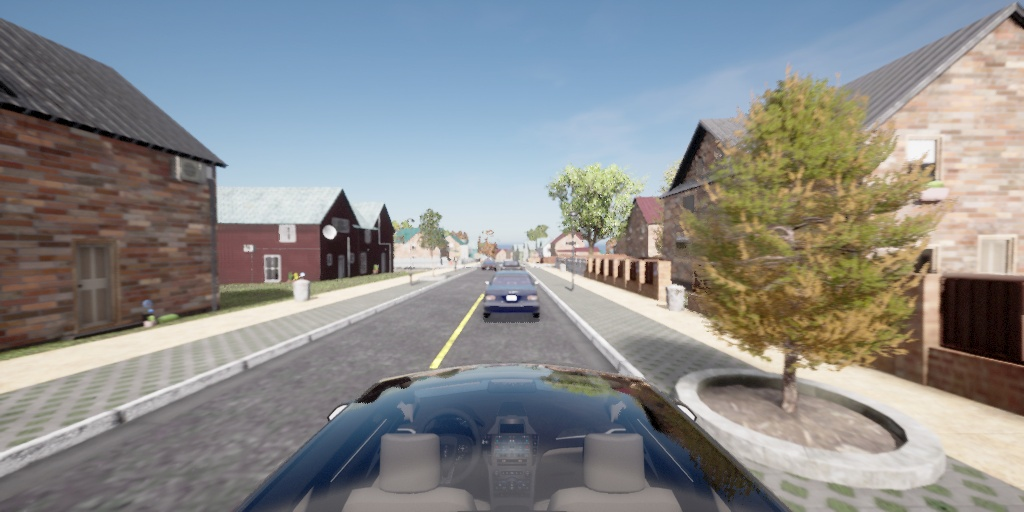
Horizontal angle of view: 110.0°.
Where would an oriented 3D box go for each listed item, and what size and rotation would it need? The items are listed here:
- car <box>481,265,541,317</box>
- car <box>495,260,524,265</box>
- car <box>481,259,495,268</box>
[{"bbox_3d":[-0.007,1.230,12.771,2.033,1.411,5.357,0,0,0],"label":"car"},{"bbox_3d":[-0.039,1.094,29.904,2.128,1.511,4.902,0,0,0],"label":"car"},{"bbox_3d":[-2.907,1.114,46.377,2.033,1.411,5.357,0,0,0],"label":"car"}]
